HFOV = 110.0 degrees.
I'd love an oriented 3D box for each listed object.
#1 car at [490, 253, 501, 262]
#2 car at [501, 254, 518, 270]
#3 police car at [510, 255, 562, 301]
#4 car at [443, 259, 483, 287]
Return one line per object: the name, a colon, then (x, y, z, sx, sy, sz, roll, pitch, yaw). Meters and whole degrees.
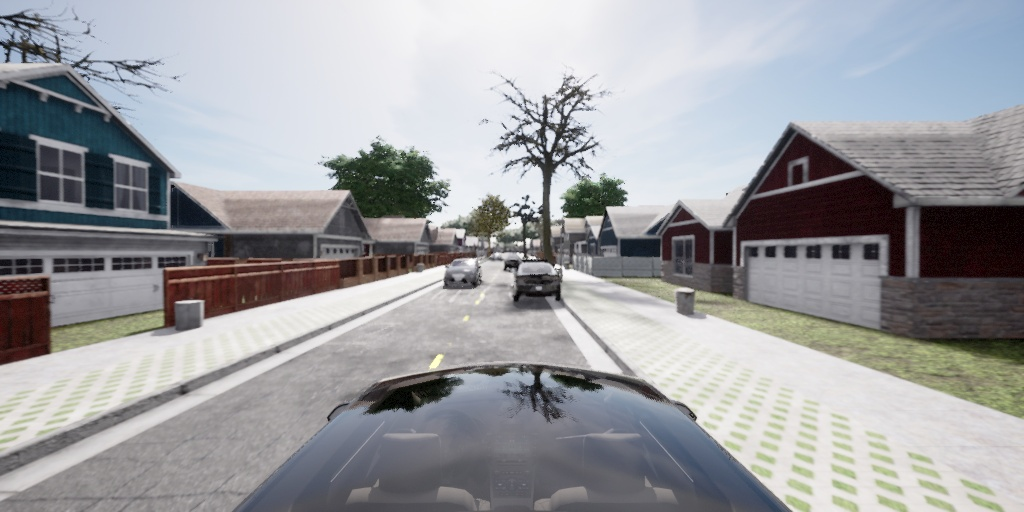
car: (-2.659, 0.207, 61.545, 2.128, 1.511, 4.902, 0, 1, 1)
car: (0.112, 0.658, 37.050, 1.837, 1.490, 4.892, 0, 1, 0)
police car: (0.994, 0.941, 15.815, 1.930, 1.638, 5.238, 0, 1, 0)
car: (-2.803, 0.916, 21.212, 2.128, 1.511, 4.902, 0, 1, 0)
